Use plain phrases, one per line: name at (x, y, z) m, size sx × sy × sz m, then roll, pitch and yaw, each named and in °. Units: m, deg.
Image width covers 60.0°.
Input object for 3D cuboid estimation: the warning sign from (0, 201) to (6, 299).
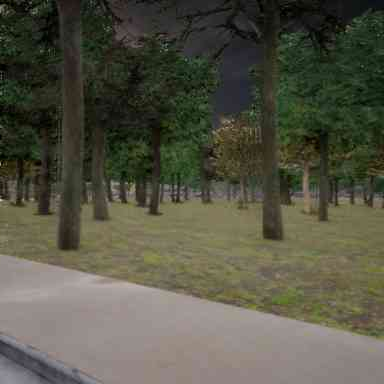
warning sign at (-4.401, 1.114, 6.200) m, size 1.060 × 1.860 × 1.300 m, roll 0°, pitch 0°, yaw 35°
